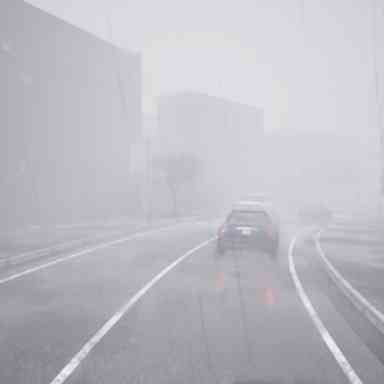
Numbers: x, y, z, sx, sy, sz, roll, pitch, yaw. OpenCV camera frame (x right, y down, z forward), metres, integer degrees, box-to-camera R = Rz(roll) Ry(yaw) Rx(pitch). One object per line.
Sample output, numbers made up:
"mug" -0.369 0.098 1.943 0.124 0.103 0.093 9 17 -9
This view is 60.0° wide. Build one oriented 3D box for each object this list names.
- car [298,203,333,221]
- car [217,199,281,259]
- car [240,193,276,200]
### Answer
"car" 11.007 1.702 29.440 1.994 1.385 4.181 4 2 38
"car" 2.382 1.363 13.103 2.097 1.767 4.553 2 0 15
"car" 5.501 1.128 28.231 2.150 2.045 5.566 3 2 34
